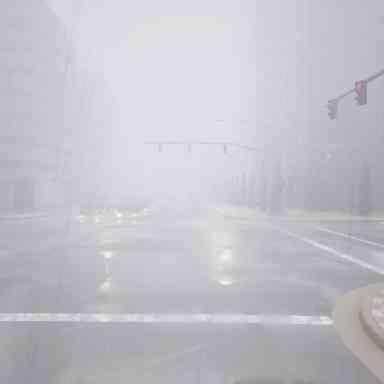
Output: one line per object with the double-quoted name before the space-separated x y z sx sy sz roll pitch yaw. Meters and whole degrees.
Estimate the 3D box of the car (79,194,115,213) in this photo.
"car" -10.572 1.221 36.703 2.150 2.045 5.566 0 0 0

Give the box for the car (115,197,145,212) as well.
"car" -7.072 1.352 38.049 2.097 1.767 4.553 0 0 0

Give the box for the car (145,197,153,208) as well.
"car" -7.060 1.526 47.033 1.812 1.442 4.674 0 0 -1

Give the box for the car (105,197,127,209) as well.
"car" -10.563 1.478 46.405 1.882 1.535 5.008 0 0 0

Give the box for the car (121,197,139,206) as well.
"car" -10.541 1.547 56.738 2.033 1.411 5.357 0 0 0

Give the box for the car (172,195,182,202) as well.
"car" -3.443 1.494 75.974 2.128 1.511 4.902 0 0 0

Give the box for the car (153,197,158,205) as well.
"car" -7.041 1.564 56.913 1.994 1.385 4.181 0 0 0

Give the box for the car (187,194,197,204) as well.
"car" 0.049 1.547 66.074 2.033 1.411 5.357 0 0 0

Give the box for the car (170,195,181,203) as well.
"car" -3.450 1.505 66.646 1.837 1.490 4.892 0 0 0
